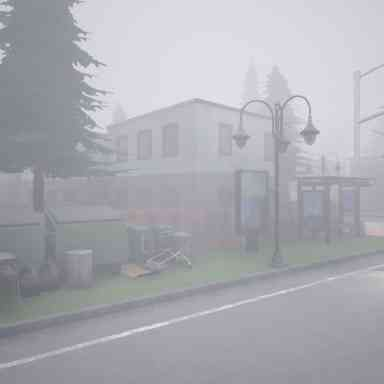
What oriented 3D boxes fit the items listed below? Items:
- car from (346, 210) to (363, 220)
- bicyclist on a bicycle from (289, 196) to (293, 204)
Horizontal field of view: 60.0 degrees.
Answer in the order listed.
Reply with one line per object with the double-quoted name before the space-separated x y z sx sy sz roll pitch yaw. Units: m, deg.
"car" 10.573 1.545 25.148 1.994 1.385 4.181 0 0 -42
"bicyclist on a bicycle" 10.687 1.284 36.345 0.582 1.620 1.656 0 0 44
